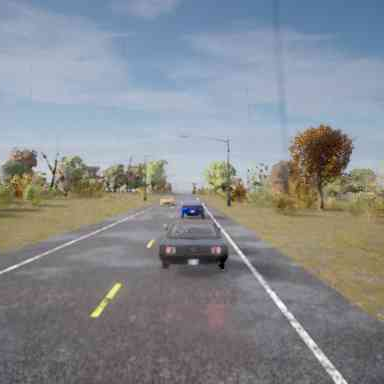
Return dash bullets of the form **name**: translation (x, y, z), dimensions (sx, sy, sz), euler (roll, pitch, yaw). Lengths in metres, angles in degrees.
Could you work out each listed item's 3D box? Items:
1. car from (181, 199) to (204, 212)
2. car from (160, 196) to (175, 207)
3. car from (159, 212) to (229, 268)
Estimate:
- **car**: translation (0.065, 1.386, 29.088), dimensions (1.882, 1.535, 5.008), euler (0, 0, 0)
- **car**: translation (-3.605, 1.333, 49.122), dimensions (1.882, 1.535, 5.008), euler (0, 0, 0)
- **car**: translation (0.056, 1.565, 11.042), dimensions (1.895, 1.301, 4.718), euler (0, 0, 0)
